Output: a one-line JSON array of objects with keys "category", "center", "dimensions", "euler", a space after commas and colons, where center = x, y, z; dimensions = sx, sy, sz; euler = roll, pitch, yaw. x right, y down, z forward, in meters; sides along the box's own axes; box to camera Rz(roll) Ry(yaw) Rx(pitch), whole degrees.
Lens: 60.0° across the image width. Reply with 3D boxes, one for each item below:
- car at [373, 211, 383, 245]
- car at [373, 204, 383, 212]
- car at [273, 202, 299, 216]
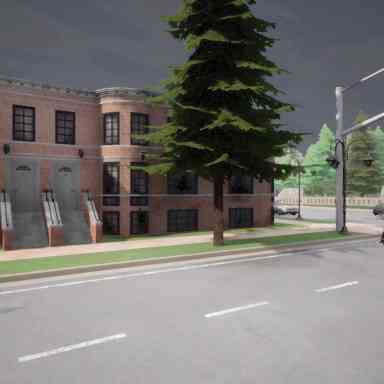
[{"category": "car", "center": [9.628, 1.563, 13.661], "dimensions": [4.181, 1.385, 1.994], "euler": [0, 0, -34]}, {"category": "car", "center": [16.347, 1.491, 25.222], "dimensions": [2.128, 1.511, 4.902], "euler": [0, 0, -30]}, {"category": "car", "center": [8.189, 1.600, 32.326], "dimensions": [1.895, 1.301, 4.718], "euler": [0, 0, -30]}]
